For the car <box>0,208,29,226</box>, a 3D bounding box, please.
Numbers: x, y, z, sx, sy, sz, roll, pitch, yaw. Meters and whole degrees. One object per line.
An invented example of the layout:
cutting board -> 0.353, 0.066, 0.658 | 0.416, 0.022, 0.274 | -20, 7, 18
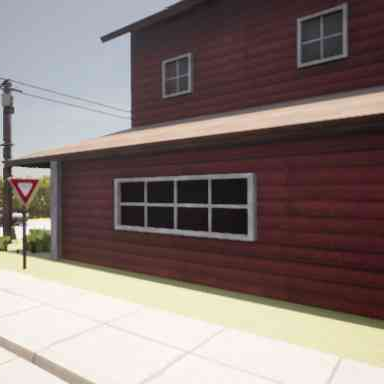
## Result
car -> -13.994, 1.784, 22.925 | 1.895, 1.301, 4.718 | 0, 0, 37
